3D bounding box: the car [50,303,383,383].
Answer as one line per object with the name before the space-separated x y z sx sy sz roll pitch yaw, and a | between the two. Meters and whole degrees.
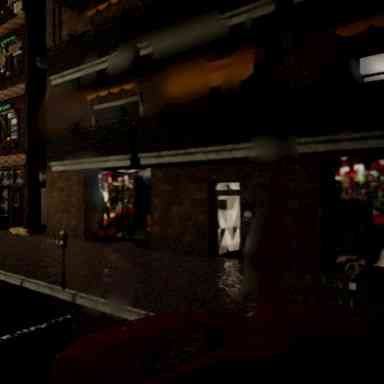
car | 0.776 1.545 2.326 4.507 1.381 1.887 0 0 36
